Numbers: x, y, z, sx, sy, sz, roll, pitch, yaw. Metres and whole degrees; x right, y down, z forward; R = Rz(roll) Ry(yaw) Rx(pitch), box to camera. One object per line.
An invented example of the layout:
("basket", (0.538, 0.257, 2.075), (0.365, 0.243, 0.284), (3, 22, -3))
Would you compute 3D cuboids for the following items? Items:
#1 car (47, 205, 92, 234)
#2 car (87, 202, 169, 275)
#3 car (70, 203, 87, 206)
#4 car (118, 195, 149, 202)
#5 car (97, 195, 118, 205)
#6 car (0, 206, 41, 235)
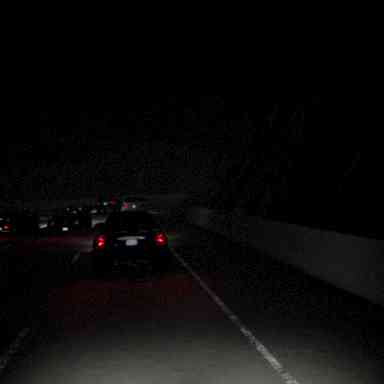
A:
("car", (-7.380, 1.758, 20.557), (1.895, 1.301, 4.718), (-1, 0, -9))
("car", (-2.060, 1.387, 11.005), (2.097, 1.767, 4.553), (-1, 0, -12))
("car", (-12.846, 1.871, 38.100), (1.895, 1.301, 4.718), (-1, 0, -4))
("car", (-5.308, 1.309, 31.376), (2.150, 2.045, 5.566), (-2, 0, -6))
("car", (-9.383, 1.397, 38.040), (2.150, 2.045, 5.566), (-2, -1, -3))
("car", (-10.918, 1.754, 20.634), (1.837, 1.490, 4.892), (-2, 0, -9))
